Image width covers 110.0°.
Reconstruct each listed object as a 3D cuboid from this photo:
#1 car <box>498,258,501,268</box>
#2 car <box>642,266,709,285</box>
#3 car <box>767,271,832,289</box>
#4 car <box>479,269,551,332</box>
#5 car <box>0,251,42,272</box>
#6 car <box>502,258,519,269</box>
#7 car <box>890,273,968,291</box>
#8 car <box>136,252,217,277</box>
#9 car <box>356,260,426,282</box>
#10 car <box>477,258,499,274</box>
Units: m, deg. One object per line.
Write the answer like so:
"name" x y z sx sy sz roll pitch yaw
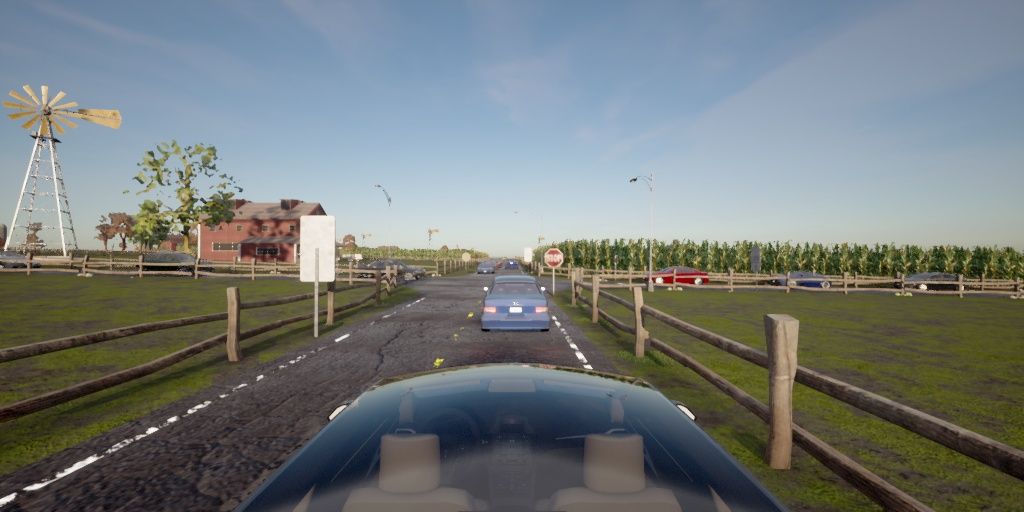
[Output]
"car" -2.949 1.307 51.501 1.812 1.442 4.674 0 0 0
"car" 13.143 1.588 28.930 5.008 1.535 1.882 1 -1 0
"car" 23.070 1.905 28.878 4.181 1.385 1.994 1 -1 0
"car" 0.081 1.300 10.851 2.033 1.411 5.357 0 0 0
"car" -37.621 0.386 26.290 4.902 1.511 2.128 1 -1 1
"car" -0.030 1.140 57.108 2.097 1.767 4.553 0 0 0
"car" 33.466 2.083 28.804 4.892 1.490 1.837 1 -1 0
"car" -24.372 0.550 26.208 4.553 1.767 2.097 1 -1 0
"car" -8.741 1.071 26.111 4.892 1.490 1.837 1 -1 0
"car" -2.933 1.318 41.863 2.033 1.411 5.357 0 0 0
